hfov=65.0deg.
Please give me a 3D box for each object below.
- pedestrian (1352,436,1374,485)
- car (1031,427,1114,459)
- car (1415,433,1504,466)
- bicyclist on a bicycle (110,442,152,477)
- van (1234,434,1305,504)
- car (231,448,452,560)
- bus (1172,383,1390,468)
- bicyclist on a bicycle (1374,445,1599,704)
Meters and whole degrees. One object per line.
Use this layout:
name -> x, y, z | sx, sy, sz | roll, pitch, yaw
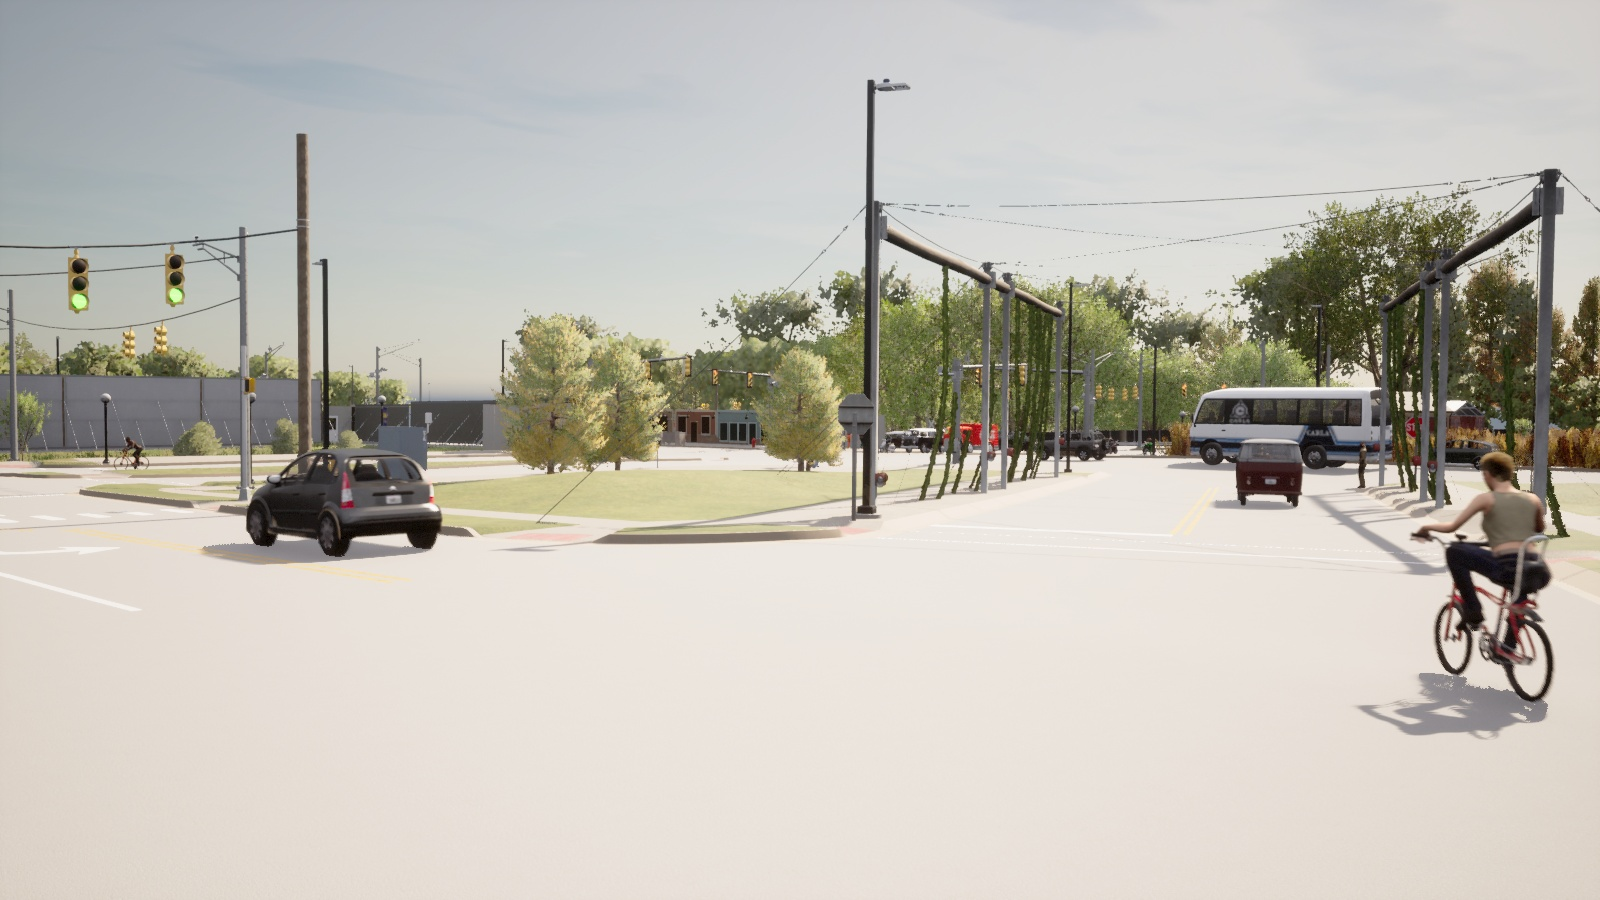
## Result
pedestrian -> 22.323, 0.417, 49.803 | 0.692, 1.930, 0.396 | 2, 3, 39
car -> 16.627, -0.407, 76.758 | 4.605, 1.855, 1.932 | 0, 2, 44
car -> 34.011, -0.041, 64.822 | 3.705, 1.549, 1.789 | 2, 3, 44
bicyclist on a bicycle -> -31.950, 0.447, 60.015 | 0.582, 1.620, 1.656 | 1, 2, 39
van -> 14.315, 0.527, 38.479 | 1.775, 1.987, 4.442 | 1, 1, 18
car -> -7.592, 0.801, 20.613 | 1.851, 1.617, 3.988 | -2, 2, -45
bus -> 25.761, -1.439, 67.763 | 10.273, 4.253, 3.944 | 2, 4, 44
bicyclist on a bicycle -> 4.703, 0.780, 8.596 | 0.866, 1.612, 1.509 | 0, 0, 1
